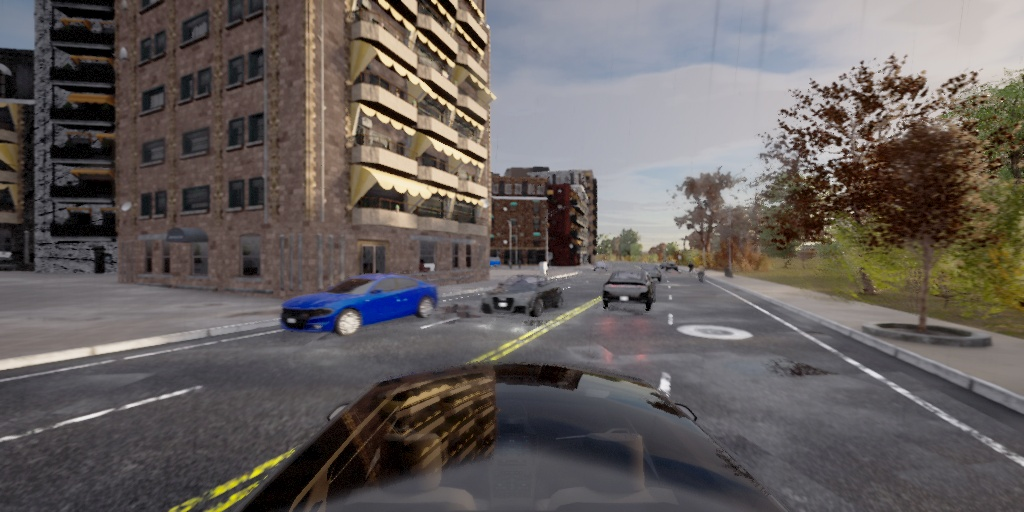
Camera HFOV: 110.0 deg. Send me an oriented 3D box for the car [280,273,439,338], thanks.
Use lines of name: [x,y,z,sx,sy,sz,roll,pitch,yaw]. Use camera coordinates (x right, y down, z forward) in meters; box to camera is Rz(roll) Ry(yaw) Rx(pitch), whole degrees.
car: [-4.254,1.296,10.867,1.882,1.535,5.008,0,0,25]

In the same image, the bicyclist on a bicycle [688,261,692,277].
bicyclist on a bicycle: [19.279,1.432,38.667,0.659,1.776,1.843,0,0,22]

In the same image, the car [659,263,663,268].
car: [12.134,1.568,31.813,1.994,1.385,4.181,0,0,22]

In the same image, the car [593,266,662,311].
car: [5.109,1.357,15.387,2.128,1.511,4.902,0,0,24]

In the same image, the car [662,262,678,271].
car: [25.909,1.720,58.365,1.837,1.490,4.892,0,-1,20]

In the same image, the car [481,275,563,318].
car: [0.510,1.410,13.522,1.994,1.385,4.181,0,-1,24]

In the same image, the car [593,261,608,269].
car: [12.713,1.486,51.106,1.812,1.442,4.674,0,0,18]

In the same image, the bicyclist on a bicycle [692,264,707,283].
bicyclist on a bicycle: [15.670,1.426,29.688,0.866,1.612,1.509,0,0,22]
